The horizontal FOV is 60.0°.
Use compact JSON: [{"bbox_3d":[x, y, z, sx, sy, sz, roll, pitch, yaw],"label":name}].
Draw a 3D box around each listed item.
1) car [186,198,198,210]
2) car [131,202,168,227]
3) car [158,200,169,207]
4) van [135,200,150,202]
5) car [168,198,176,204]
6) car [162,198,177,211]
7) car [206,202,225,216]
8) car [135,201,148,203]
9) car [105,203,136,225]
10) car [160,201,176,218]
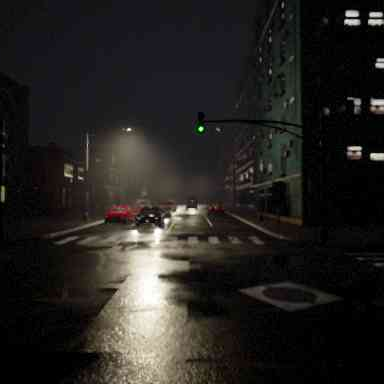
[{"bbox_3d":[-0.046,2.165,54.549,2.033,1.411,5.357,0,-1,0],"label":"car"},{"bbox_3d":[-3.116,1.794,25.487,1.837,1.490,4.892,0,-1,0],"label":"car"},{"bbox_3d":[-5.733,2.337,66.676,1.802,1.307,4.206,1,-1,0],"label":"car"},{"bbox_3d":[-5.704,1.774,38.247,1.690,1.788,3.998,1,-1,0],"label":"van"},{"bbox_3d":[-5.755,2.521,95.108,1.967,1.590,4.097,1,-1,0],"label":"car"},{"bbox_3d":[-3.129,1.993,45.533,1.882,1.535,5.008,0,0,0],"label":"car"},{"bbox_3d":[2.673,1.874,38.314,1.967,1.590,4.097,1,-1,0],"label":"car"},{"bbox_3d":[-5.704,1.913,32.558,1.887,1.381,4.507,1,-1,0],"label":"car"},{"bbox_3d":[-5.775,1.849,26.876,1.887,1.381,4.507,1,-1,0],"label":"car"},{"bbox_3d":[-3.117,1.948,35.363,2.033,1.411,5.357,0,-1,0],"label":"car"}]
